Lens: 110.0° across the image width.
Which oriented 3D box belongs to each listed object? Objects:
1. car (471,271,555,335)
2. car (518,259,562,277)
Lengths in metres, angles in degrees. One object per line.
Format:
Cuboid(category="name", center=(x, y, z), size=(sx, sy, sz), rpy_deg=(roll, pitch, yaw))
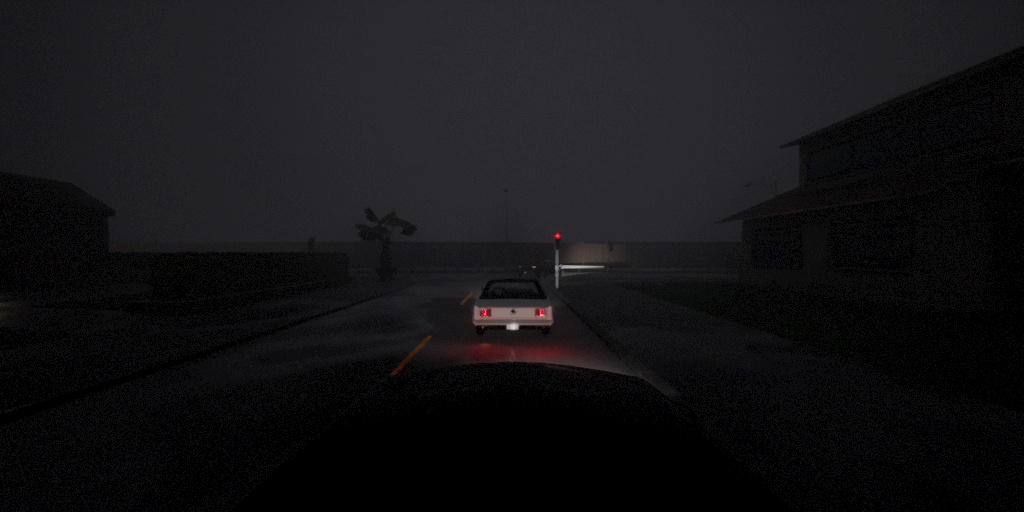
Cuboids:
Cuboid(category="car", center=(0.042, 1.272, 10.206), size=(1.895, 1.301, 4.718), rpy_deg=(0, 1, 1))
Cuboid(category="car", center=(2.291, 0.995, 28.349), size=(2.128, 1.511, 4.902), rpy_deg=(-1, 0, 33))
